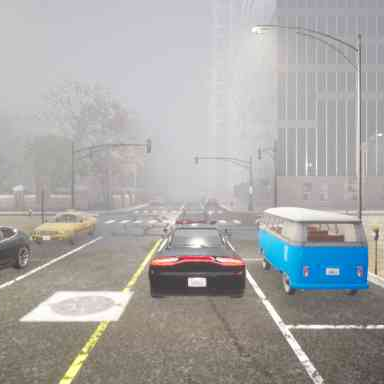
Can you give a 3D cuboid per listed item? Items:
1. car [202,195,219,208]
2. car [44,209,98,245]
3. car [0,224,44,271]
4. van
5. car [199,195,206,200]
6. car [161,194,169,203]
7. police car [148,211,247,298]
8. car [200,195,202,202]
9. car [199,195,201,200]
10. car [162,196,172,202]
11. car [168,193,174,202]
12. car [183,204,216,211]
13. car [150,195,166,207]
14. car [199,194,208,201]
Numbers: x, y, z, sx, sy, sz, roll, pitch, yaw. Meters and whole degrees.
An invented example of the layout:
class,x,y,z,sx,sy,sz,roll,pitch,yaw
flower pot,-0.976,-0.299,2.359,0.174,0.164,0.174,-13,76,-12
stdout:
class,x,y,z,sx,sy,sz,roll,pitch,yaw
car,2.755,1.416,46.550,1.967,1.590,4.097,0,0,0
car,-5.797,1.518,15.669,1.752,1.417,4.829,0,0,0
car,-5.759,1.562,8.435,1.947,1.339,4.313,0,0,0
van,2.785,1.337,8.425,1.690,1.788,3.998,0,0,0
car,2.817,1.452,92.172,1.752,1.417,4.829,0,0,0
car,-5.612,1.520,57.923,2.008,1.369,4.403,0,0,0
police car,0.108,1.501,8.611,2.038,1.542,4.974,0,0,0
car,2.762,1.538,52.231,1.947,1.339,4.313,0,0,0
car,2.793,1.521,74.955,1.947,1.339,4.313,0,0,0
car,-5.588,1.537,74.971,1.802,1.307,4.206,0,0,0
car,-5.595,1.277,69.289,2.192,1.841,5.009,0,0,0
car,0.123,1.555,17.573,1.994,1.385,4.181,0,0,0
car,-5.619,1.517,52.240,1.887,1.381,4.507,0,0,0
car,2.801,1.388,80.637,1.967,1.590,4.097,0,0,0
